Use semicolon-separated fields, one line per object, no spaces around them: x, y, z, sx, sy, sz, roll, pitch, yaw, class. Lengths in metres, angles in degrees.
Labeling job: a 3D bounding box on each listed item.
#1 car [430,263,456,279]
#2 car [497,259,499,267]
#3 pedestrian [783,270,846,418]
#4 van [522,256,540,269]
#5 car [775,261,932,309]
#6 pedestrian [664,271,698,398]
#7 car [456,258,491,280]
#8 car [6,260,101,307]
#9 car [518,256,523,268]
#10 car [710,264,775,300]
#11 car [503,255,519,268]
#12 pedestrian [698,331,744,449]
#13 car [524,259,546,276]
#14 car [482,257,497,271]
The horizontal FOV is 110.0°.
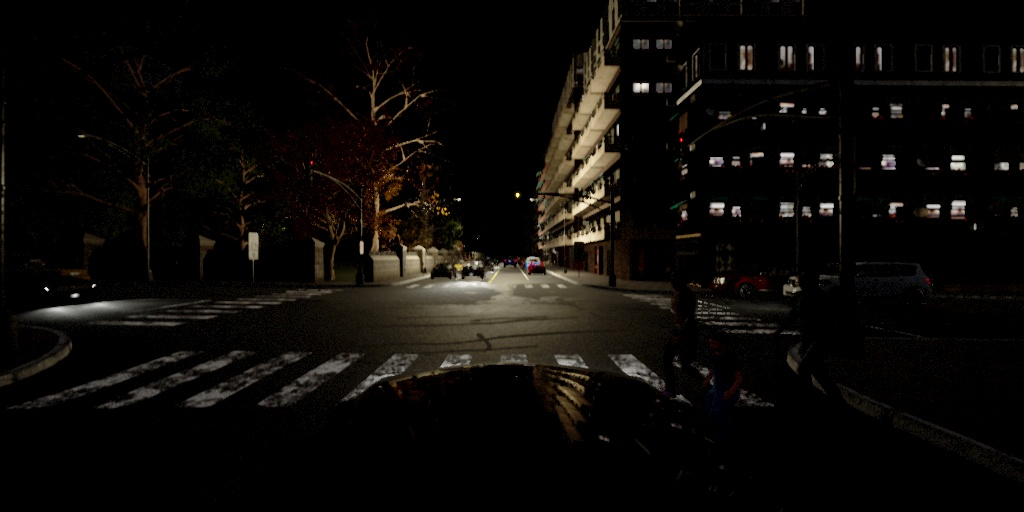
-5.857;1.271;31.247;1.948;1.339;4.313;0;0;0;car
-3.365;1.190;65.393;2.128;1.511;4.902;0;0;0;car
3.674;1.039;4.372;0.375;1.860;0.375;0;0;0;pedestrian
2.459;1.034;42.556;1.690;1.789;3.998;0;0;0;van
15.741;1.260;16.471;5.566;2.045;2.150;1;0;-1;car
2.405;1.041;4.965;0.375;1.860;0.375;0;0;0;pedestrian
-3.261;1.195;31.141;2.128;1.511;4.902;0;0;0;car
-18.229;0.973;12.742;5.357;1.411;2.033;1;0;-1;car
2.394;1.125;53.816;1.967;1.591;4.097;0;0;0;car
13.353;1.319;19.017;5.009;1.841;2.192;0;0;-1;car
-0.331;0.905;59.608;2.150;2.045;5.566;0;0;0;car
2.265;1.320;3.762;0.375;1.300;0.375;0;0;0;pedestrian
2.491;1.244;36.925;1.888;1.381;4.507;0;0;0;car
-3.344;1.191;46.530;1.837;1.490;4.892;0;1;0;car
